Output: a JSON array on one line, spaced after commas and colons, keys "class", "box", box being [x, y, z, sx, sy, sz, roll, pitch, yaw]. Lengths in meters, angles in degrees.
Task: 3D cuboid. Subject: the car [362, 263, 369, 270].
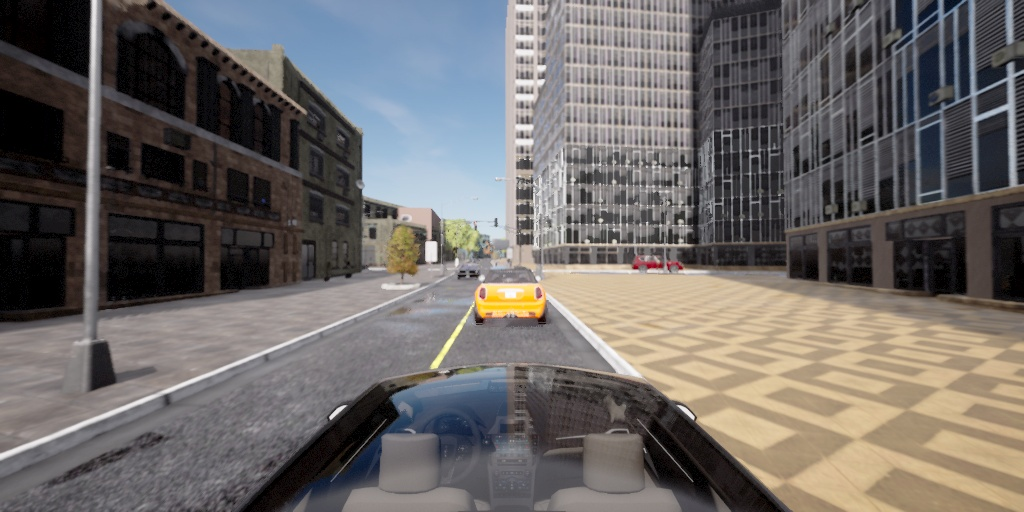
[{"class": "car", "box": [-21.478, 1.263, 48.619, 4.313, 1.339, 1.948, 0, 0, 17]}]

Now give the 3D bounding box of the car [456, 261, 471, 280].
[{"class": "car", "box": [-3.659, 1.319, 30.760, 1.895, 1.301, 4.718, 0, 0, -3]}]

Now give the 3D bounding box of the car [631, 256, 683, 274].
[{"class": "car", "box": [15.092, 0.887, 37.490, 5.009, 1.841, 2.192, 0, 0, 17]}]

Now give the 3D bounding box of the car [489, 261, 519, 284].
[{"class": "car", "box": [-0.674, 1.214, 27.977, 2.128, 1.511, 4.902, 0, 0, -3]}]

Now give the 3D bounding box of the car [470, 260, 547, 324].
[{"class": "car", "box": [-0.072, 1.092, 12.082, 2.097, 1.767, 4.553, 0, 0, -1]}]
